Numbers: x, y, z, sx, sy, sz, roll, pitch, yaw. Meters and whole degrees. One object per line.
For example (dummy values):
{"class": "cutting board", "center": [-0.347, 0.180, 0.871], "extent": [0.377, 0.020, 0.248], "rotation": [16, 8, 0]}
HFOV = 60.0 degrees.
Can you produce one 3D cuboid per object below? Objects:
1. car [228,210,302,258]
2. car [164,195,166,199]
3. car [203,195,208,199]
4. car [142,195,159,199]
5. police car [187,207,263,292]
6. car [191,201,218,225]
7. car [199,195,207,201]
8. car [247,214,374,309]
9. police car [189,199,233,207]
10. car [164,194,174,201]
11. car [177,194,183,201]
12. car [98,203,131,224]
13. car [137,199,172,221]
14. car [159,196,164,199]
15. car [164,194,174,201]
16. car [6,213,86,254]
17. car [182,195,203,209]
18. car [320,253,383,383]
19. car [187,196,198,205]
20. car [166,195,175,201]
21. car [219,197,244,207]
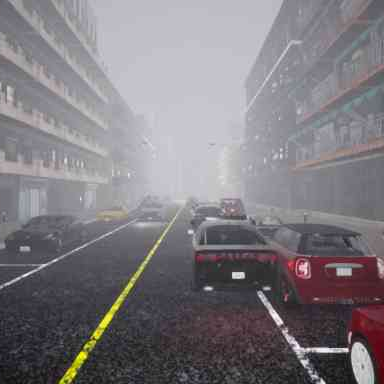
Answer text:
{"class": "car", "center": [2.708, 1.550, 13.473], "extent": [2.008, 1.369, 4.403], "rotation": [0, 0, 0]}
{"class": "car", "center": [-5.621, 1.570, 52.944], "extent": [1.802, 1.307, 4.206], "rotation": [0, 0, 0]}
{"class": "car", "center": [2.790, 1.503, 75.644], "extent": [1.752, 1.417, 4.829], "rotation": [0, 0, 0]}
{"class": "car", "center": [-5.635, 1.432, 41.671], "extent": [1.967, 1.590, 4.097], "rotation": [0, 0, 0]}
{"class": "police car", "center": [0.910, 1.425, 9.082], "extent": [1.930, 1.638, 5.238], "rotation": [0, 0, 0]}
{"class": "car", "center": [0.858, 1.503, 24.972], "extent": [1.837, 1.490, 4.892], "rotation": [0, 0, 0]}
{"class": "car", "center": [2.805, 1.517, 86.746], "extent": [1.887, 1.381, 4.507], "rotation": [0, 0, 0]}
{"class": "car", "center": [2.701, 1.440, 7.838], "extent": [1.967, 1.590, 4.097], "rotation": [0, 0, 0]}
{"class": "police car", "center": [0.924, 1.424, 19.082], "extent": [1.930, 1.638, 5.238], "rotation": [0, 0, 0]}
{"class": "car", "center": [-5.589, 1.293, 75.489], "extent": [2.192, 1.841, 5.009], "rotation": [0, 0, 0]}
{"class": "car", "center": [-2.888, 1.324, 86.388], "extent": [2.097, 1.767, 4.553], "rotation": [0, 0, 0]}
{"class": "car", "center": [-5.658, 1.523, 24.591], "extent": [1.752, 1.417, 4.829], "rotation": [0, 0, 0]}
{"class": "car", "center": [-3.064, 1.544, 27.072], "extent": [2.033, 1.411, 5.357], "rotation": [0, 0, 0]}
{"class": "car", "center": [-5.627, 1.305, 47.307], "extent": [2.192, 1.841, 5.009], "rotation": [0, 0, 0]}
{"class": "car", "center": [-5.583, 1.415, 81.125], "extent": [1.967, 1.590, 4.097], "rotation": [0, 0, 0]}
{"class": "car", "center": [-5.673, 1.565, 13.487], "extent": [1.947, 1.339, 4.313], "rotation": [0, 0, 0]}
{"class": "car", "center": [0.069, 1.483, 45.583], "extent": [2.128, 1.511, 4.902], "rotation": [0, 0, 0]}
{"class": "car", "center": [2.693, 1.545, 2.201], "extent": [1.887, 1.381, 4.507], "rotation": [0, 0, 0]}
{"class": "car", "center": [0.078, 1.463, 59.521], "extent": [1.882, 1.535, 5.008], "rotation": [0, 0, 0]}
{"class": "car", "center": [-5.575, 1.517, 86.762], "extent": [1.887, 1.381, 4.507], "rotation": [0, 0, 0]}
{"class": "car", "center": [2.724, 1.312, 24.746], "extent": [2.192, 1.841, 5.009], "rotation": [0, 0, 0]}
